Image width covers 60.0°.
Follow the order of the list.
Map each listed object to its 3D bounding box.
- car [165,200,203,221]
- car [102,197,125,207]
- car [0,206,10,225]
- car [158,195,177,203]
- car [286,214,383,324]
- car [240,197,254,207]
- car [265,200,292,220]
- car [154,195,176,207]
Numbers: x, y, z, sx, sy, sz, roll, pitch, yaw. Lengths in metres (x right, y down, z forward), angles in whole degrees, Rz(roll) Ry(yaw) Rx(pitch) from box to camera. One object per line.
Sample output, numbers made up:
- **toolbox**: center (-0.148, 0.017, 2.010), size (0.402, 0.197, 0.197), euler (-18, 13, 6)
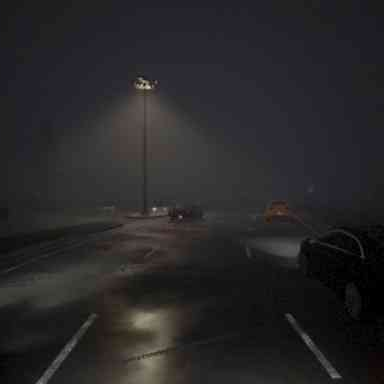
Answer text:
- **car**: center (-0.360, 1.500, 26.264), size (1.895, 1.301, 4.718), euler (0, 0, 12)
- **car**: center (-11.187, 1.387, 47.633), size (1.994, 1.385, 4.181), euler (0, 0, 13)
- **car**: center (-13.832, 1.419, 20.816), size (2.128, 1.511, 4.902), euler (0, 0, 15)
- **car**: center (-4.420, 1.313, 61.554), size (2.033, 1.411, 5.357), euler (0, 0, 13)
- **car**: center (3.709, 1.462, 7.015), size (2.128, 1.511, 4.902), euler (0, 0, 3)
- **car**: center (7.672, 1.365, 46.312), size (2.033, 1.411, 5.357), euler (0, 0, 13)
- **car**: center (6.886, 1.371, 26.611), size (1.882, 1.535, 5.008), euler (0, 0, 12)
- **car**: center (-3.972, 1.296, 47.830), size (1.882, 1.535, 5.008), euler (0, 0, 13)
